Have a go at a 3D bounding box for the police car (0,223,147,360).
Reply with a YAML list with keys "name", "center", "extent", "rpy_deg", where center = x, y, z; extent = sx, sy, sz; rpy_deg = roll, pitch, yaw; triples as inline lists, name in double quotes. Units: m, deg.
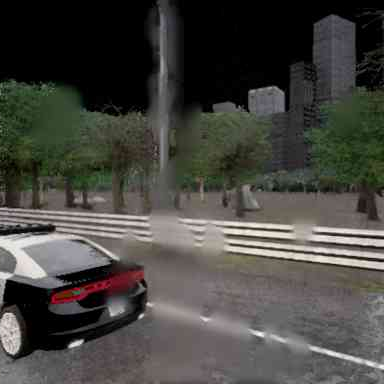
- name: "police car"
  center: [-3.142, 1.418, 6.106]
  extent: [5.238, 1.638, 1.930]
  rpy_deg: [0, 0, 35]
